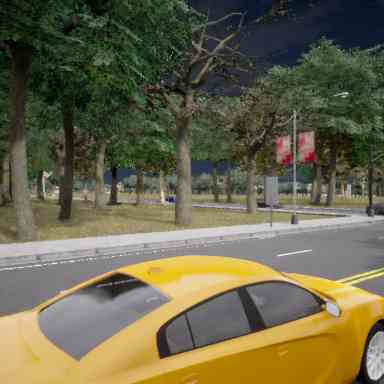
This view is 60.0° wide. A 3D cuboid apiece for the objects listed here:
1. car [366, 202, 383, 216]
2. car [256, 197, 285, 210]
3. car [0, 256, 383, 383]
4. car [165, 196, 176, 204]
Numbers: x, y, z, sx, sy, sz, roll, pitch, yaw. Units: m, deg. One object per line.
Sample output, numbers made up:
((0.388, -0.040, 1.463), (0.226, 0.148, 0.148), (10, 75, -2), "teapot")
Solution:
((17.966, 1.550, 29.240), (2.033, 1.411, 5.357), (0, 0, -18), "car")
((9.634, 1.484, 42.553), (1.837, 1.490, 4.892), (0, 0, -36), "car")
((0.314, 1.478, 3.667), (5.008, 1.535, 1.882), (0, 0, -36), "car")
((-3.516, 1.441, 61.052), (1.882, 1.535, 5.008), (0, 0, -35), "car")
